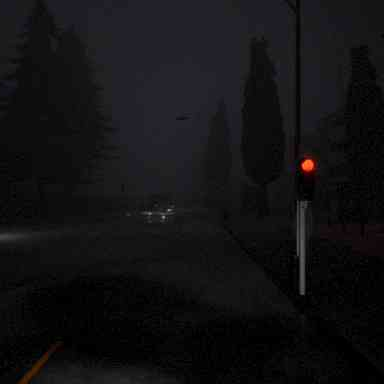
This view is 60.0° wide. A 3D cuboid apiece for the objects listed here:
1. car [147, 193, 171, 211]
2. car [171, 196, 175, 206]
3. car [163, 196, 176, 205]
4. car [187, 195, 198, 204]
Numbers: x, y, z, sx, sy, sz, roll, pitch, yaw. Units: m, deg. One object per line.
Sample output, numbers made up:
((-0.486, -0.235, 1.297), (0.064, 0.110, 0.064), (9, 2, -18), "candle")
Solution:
((-4.138, 1.221, 40.804), (2.150, 2.045, 5.566), (0, 0, 0), "car")
((-4.133, 1.221, 51.240), (2.150, 2.045, 5.566), (0, 0, 0), "car")
((-4.086, 1.547, 61.943), (2.033, 1.411, 5.357), (0, 0, 0), "car")
((0.066, 1.352, 63.480), (2.097, 1.767, 4.553), (0, 0, 0), "car")
